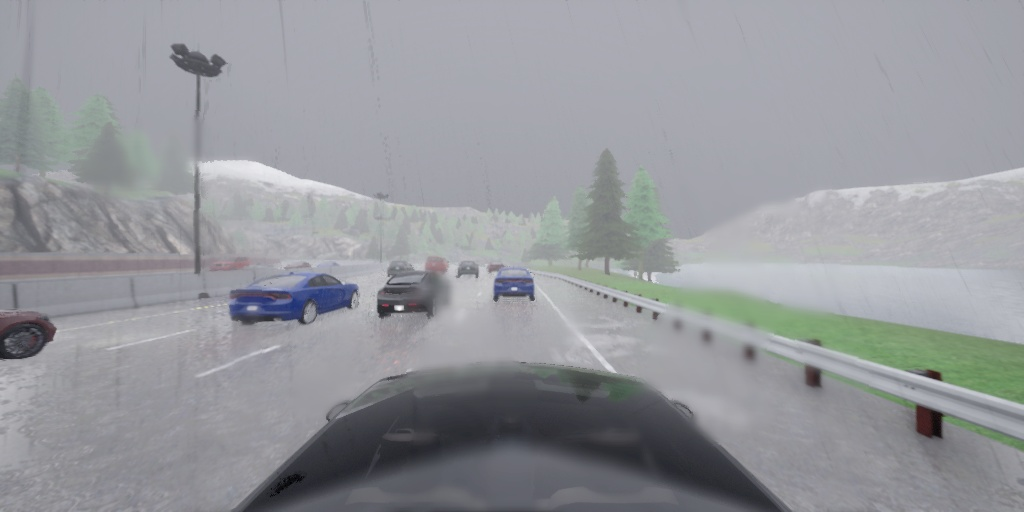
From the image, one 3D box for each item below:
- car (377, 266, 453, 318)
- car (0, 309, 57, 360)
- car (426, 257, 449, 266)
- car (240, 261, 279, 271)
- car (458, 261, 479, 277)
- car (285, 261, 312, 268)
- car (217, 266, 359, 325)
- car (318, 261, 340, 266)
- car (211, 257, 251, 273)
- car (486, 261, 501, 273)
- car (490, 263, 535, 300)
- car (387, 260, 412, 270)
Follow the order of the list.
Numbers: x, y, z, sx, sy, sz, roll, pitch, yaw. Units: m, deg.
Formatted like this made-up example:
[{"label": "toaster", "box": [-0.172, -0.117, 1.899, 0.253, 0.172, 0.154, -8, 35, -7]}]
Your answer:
[{"label": "car", "box": [-3.405, 1.306, 13.256, 1.837, 1.490, 4.892, 0, 0, 0]}, {"label": "car", "box": [-10.407, 1.292, 5.458, 1.812, 1.442, 4.674, 0, 0, 0]}, {"label": "car", "box": [-8.336, 1.138, 40.125, 2.150, 2.045, 5.566, 0, 0, -8]}, {"label": "car", "box": [-30.456, 1.533, 43.700, 1.895, 1.301, 4.718, 0, 0, -10]}, {"label": "car", "box": [-4.616, 1.257, 37.748, 2.097, 1.767, 4.553, 0, 0, -7]}, {"label": "car", "box": [-27.362, 1.420, 46.106, 1.882, 1.535, 5.008, 0, 0, -11]}, {"label": "car", "box": [-6.903, 1.272, 12.035, 1.882, 1.535, 5.008, 0, 0, 0]}, {"label": "car", "box": [-23.967, 1.423, 46.870, 1.882, 1.535, 5.008, 0, 0, -11]}, {"label": "car", "box": [-34.024, 1.154, 43.787, 2.150, 2.045, 5.566, 0, 0, -10]}, {"label": "car", "box": [-2.209, 1.420, 46.467, 1.882, 1.535, 5.008, 0, 0, -10]}, {"label": "car", "box": [0.073, 1.298, 18.169, 1.882, 1.535, 5.008, 0, 0, -1]}, {"label": "car", "box": [-11.664, 1.257, 37.743, 2.097, 1.767, 4.553, 0, 0, -7]}]
